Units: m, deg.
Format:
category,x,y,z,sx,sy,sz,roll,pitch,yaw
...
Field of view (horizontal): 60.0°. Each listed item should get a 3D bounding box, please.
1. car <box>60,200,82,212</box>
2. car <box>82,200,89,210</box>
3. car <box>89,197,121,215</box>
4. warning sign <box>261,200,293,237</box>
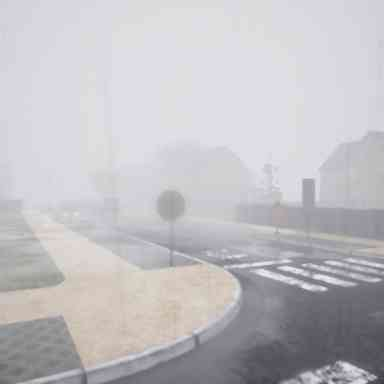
category,x,y,z,sx,sy,sz,roll,pitch,yaw
car,-16.952,1.961,45.825,1.837,1.490,4.892,1,-2,-29
car,-17.150,2.042,51.906,1.882,1.535,5.008,1,-1,-29
car,-9.992,1.621,38.896,2.150,2.045,5.566,1,-1,-29
warning sign,4.527,1.365,17.710,1.300,1.860,1.060,1,-1,-29
